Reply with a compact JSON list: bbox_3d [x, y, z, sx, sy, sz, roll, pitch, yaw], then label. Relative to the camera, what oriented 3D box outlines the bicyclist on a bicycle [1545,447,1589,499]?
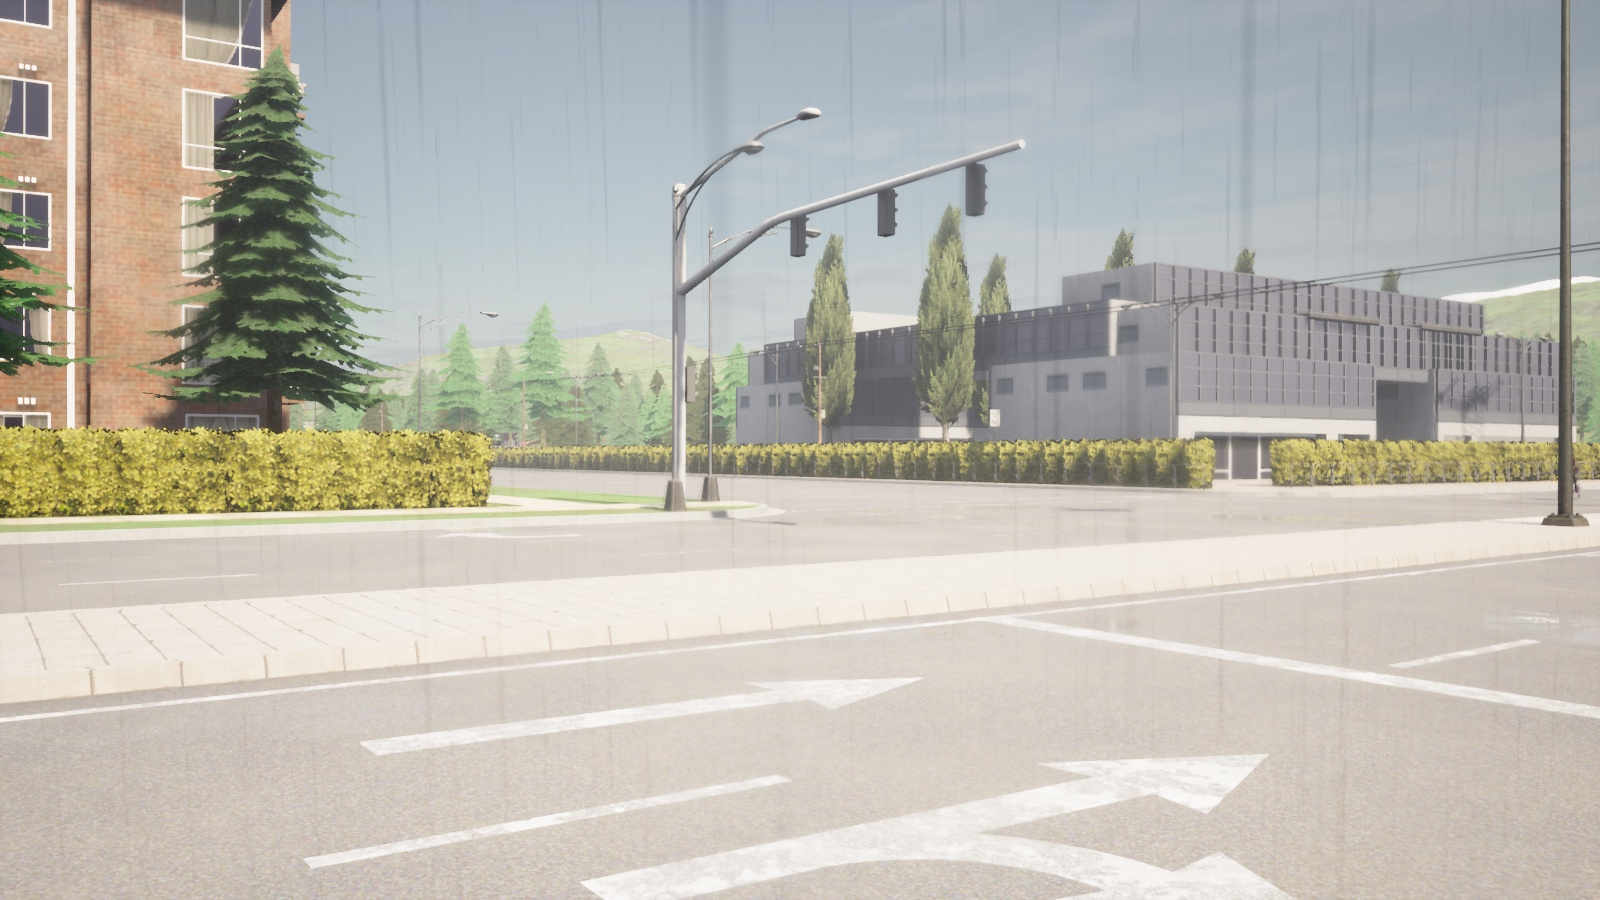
[{"bbox_3d":[24.515,0.730,40.137,1.656,1.620,0.582,-1,0,-35],"label":"bicyclist on a bicycle"}]
